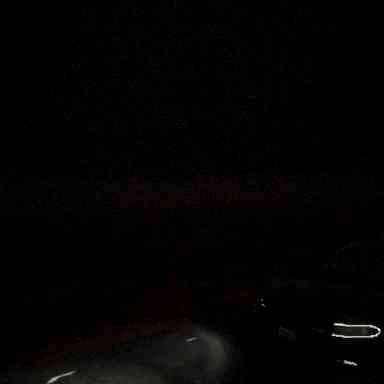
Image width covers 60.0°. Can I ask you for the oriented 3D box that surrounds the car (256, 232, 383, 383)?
[{"bbox_3d":[3.257,1.422,5.356,5.008,1.535,1.882,-1,0,-32],"label":"car"}]
